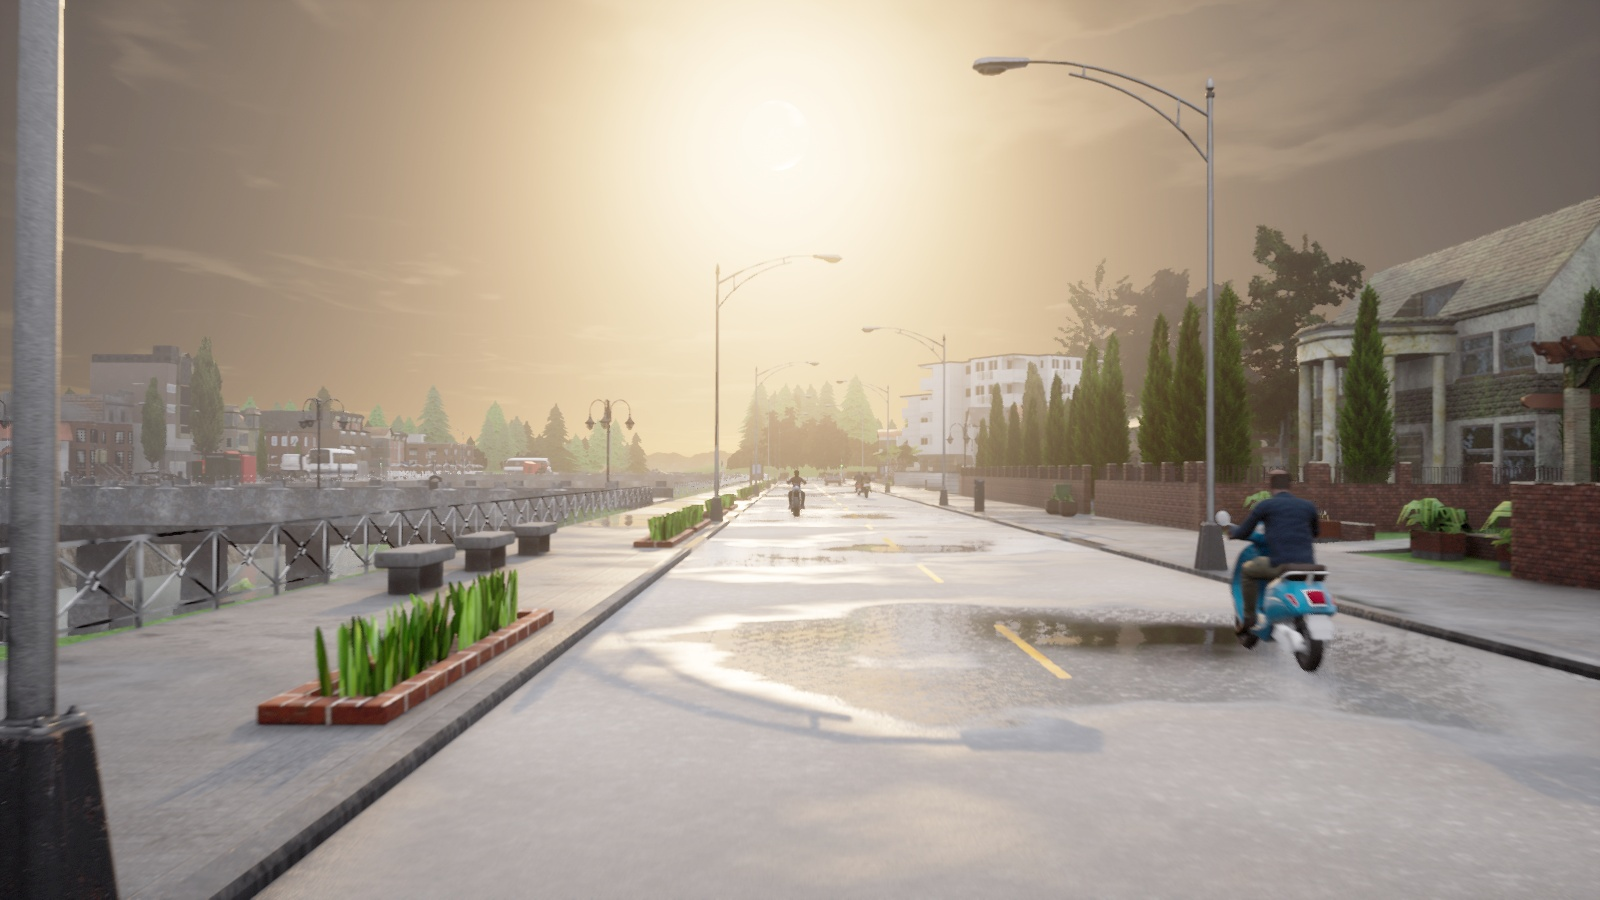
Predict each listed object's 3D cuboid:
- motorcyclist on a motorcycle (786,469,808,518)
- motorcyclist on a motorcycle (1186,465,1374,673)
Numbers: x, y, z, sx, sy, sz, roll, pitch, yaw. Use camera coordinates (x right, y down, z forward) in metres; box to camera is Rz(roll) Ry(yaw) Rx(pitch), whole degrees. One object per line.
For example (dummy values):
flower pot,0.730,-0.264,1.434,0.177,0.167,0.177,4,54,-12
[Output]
motorcyclist on a motorcycle,-0.105,1.499,43.815,0.766,1.649,2.350,0,-1,0
motorcyclist on a motorcycle,3.975,0.929,10.570,0.866,1.590,1.817,0,-1,0
